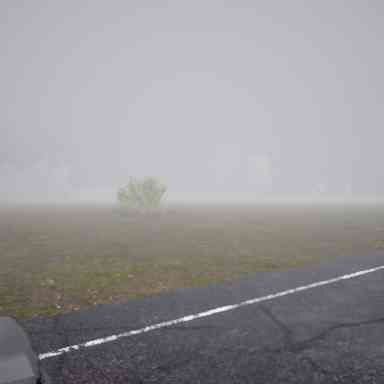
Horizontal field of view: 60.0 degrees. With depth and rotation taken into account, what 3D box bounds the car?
[{"bbox_3d":[-3.487,1.537,1.503,5.357,1.411,2.033,0,0,-35],"label":"car"}]
